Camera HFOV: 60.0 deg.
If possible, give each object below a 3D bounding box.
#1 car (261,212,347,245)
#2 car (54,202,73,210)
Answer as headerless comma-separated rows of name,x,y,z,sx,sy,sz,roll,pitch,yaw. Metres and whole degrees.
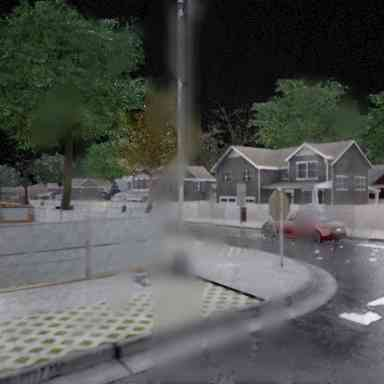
car,5.470,1.715,16.679,1.994,1.385,4.181,0,-1,-36
car,-19.933,2.314,51.572,1.882,1.535,5.008,0,-1,-36
